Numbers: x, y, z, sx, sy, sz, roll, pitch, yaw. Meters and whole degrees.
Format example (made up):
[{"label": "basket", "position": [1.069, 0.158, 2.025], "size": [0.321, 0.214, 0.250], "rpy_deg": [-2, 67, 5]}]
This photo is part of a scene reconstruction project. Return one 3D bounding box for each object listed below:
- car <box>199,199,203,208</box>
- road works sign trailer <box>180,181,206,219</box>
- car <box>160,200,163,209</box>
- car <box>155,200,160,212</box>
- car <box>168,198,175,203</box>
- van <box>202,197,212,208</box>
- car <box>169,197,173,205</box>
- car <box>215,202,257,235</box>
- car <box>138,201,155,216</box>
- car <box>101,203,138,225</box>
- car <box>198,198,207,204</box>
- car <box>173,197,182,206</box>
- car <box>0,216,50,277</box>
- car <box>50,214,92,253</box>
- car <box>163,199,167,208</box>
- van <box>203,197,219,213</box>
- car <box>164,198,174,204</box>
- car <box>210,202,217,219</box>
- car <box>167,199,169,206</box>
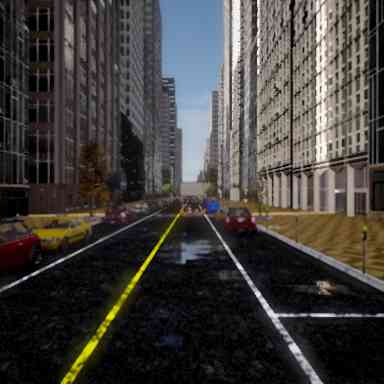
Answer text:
[{"label": "car", "position": [2.658, 1.813, 54.288], "size": [2.192, 1.841, 5.009], "rpy_deg": [-1, -1, 0]}, {"label": "road works sign trailer", "position": [0.007, 0.761, 32.301], "size": [2.380, 3.560, 2.880], "rpy_deg": [0, -1, 0]}, {"label": "car", "position": [-5.717, 1.991, 48.599], "size": [1.887, 1.381, 4.507], "rpy_deg": [-1, -1, 0]}, {"label": "car", "position": [-5.715, 1.960, 42.916], "size": [1.947, 1.339, 4.313], "rpy_deg": [-1, -1, 0]}, {"label": "car", "position": [-5.736, 2.443, 94.066], "size": [1.802, 1.307, 4.206], "rpy_deg": [-1, -1, 0]}, {"label": "van", "position": [2.657, 1.891, 59.971], "size": [1.690, 1.788, 3.998], "rpy_deg": [-1, -1, 0]}, {"label": "car", "position": [-5.727, 2.205, 71.333], "size": [2.008, 1.369, 4.403], "rpy_deg": [-1, -1, 0]}, {"label": "car", "position": [2.674, 1.626, 20.187], "size": [1.967, 1.590, 4.097], "rpy_deg": [-1, -1, 0]}, {"label": "car", "position": [-5.713, 1.893, 37.232], "size": [2.008, 1.369, 4.403], "rpy_deg": [-1, -1, 0]}, {"label": "car", "position": [-5.709, 1.678, 25.867], "size": [1.967, 1.590, 4.097], "rpy_deg": [-1, -1, 0]}, {"label": "car", "position": [2.650, 2.309, 82.703], "size": [2.008, 1.369, 4.403], "rpy_deg": [-1, -1, 0]}, {"label": "car", "position": [-3.030, 2.129, 71.766], "size": [1.882, 1.535, 5.008], "rpy_deg": [0, -1, 0]}, {"label": "car", "position": [-5.702, 1.522, 8.817], "size": [1.967, 1.590, 4.097], "rpy_deg": [-1, -1, 0]}, {"label": "car", "position": [-5.703, 1.657, 14.329], "size": [1.752, 1.417, 4.829], "rpy_deg": [-1, -1, 0]}, {"label": "car", "position": [-5.720, 2.049, 54.283], "size": [2.008, 1.369, 4.403], "rpy_deg": [-1, -1, 0]}, {"label": "van", "position": [2.664, 1.735, 42.921], "size": [1.690, 1.788, 3.998], "rpy_deg": [-1, -1, 0]}, {"label": "car", "position": [-5.731, 2.308, 82.699], "size": [2.008, 1.369, 4.403], "rpy_deg": [-1, -1, 0]}, {"label": "car", "position": [2.672, 1.765, 26.039], "size": [1.752, 1.417, 4.829], "rpy_deg": [-1, -1, 0]}, {"label": "car", "position": [-5.722, 2.132, 59.966], "size": [1.802, 1.307, 4.206], "rpy_deg": [-1, -1, 0]}]
